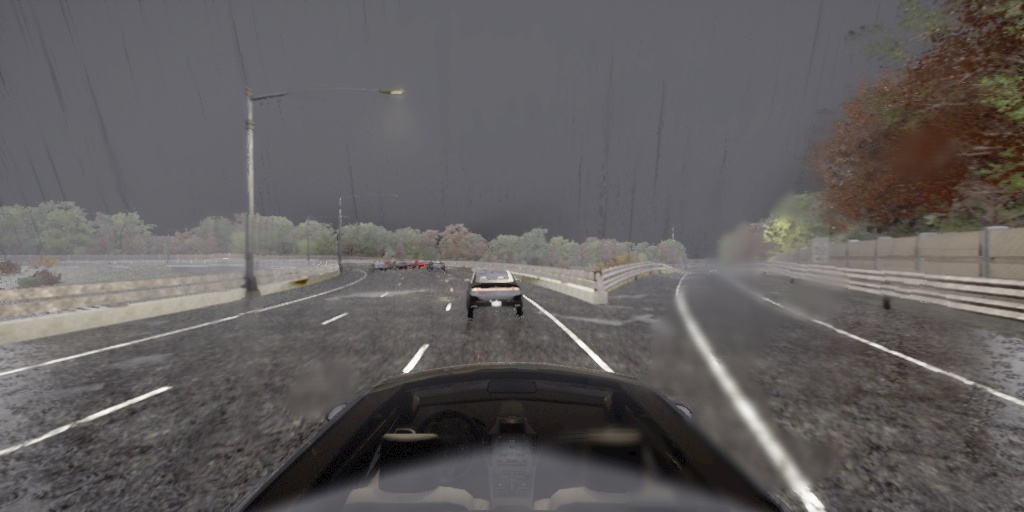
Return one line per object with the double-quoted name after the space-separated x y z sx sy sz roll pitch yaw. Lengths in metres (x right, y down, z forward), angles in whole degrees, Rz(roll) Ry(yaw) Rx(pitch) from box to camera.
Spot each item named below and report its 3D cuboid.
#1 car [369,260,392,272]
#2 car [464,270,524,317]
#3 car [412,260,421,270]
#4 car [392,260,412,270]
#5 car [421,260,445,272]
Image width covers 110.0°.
-18.061 1.404 48.467 2.033 1.411 5.357 0 0 -28 "car"
-0.736 1.243 13.283 2.128 1.511 4.902 0 0 -6 "car"
-14.395 1.314 56.505 1.882 1.535 5.008 0 0 -31 "car"
-17.207 1.357 54.398 1.837 1.490 4.892 0 0 -31 "car"
-10.334 1.304 48.290 2.128 1.511 4.902 0 0 -25 "car"
